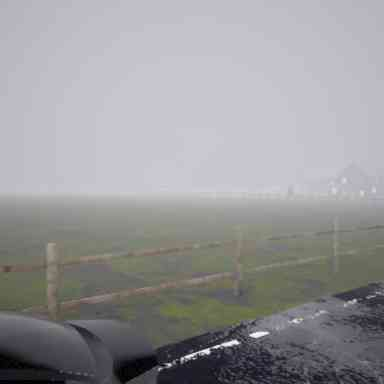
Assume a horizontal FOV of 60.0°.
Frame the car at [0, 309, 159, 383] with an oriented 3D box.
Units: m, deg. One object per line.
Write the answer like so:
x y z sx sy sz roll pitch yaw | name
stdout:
-2.374 1.504 1.347 4.892 1.490 1.837 0 0 -35 | car
